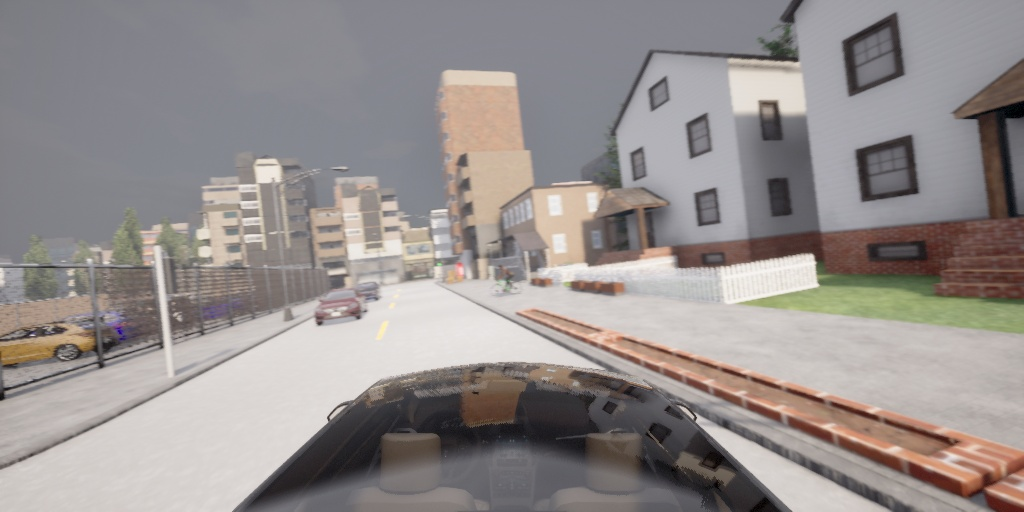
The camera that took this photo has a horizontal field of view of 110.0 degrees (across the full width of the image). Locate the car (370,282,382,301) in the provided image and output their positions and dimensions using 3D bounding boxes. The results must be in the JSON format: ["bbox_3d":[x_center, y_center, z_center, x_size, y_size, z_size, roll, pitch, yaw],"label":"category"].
[{"bbox_3d":[-11.143,2.732,27.693,2.033,1.411,5.357,-7,0,-16],"label":"car"}]

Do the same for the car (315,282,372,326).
[{"bbox_3d":[-8.200,2.312,17.497,1.812,1.442,4.674,-7,0,-17],"label":"car"}]

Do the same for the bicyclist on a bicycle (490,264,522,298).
[{"bbox_3d":[-0.332,1.222,17.932,1.656,1.620,0.582,-6,0,-16],"label":"bicyclist on a bicycle"}]
